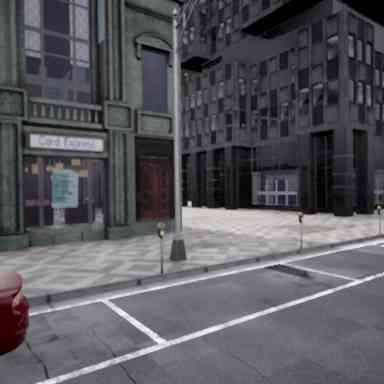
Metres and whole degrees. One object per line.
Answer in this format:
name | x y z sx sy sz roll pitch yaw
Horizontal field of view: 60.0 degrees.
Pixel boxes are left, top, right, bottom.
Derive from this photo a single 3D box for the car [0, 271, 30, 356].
car | -4.270 1.564 3.607 4.507 1.381 1.887 -1 0 -35
